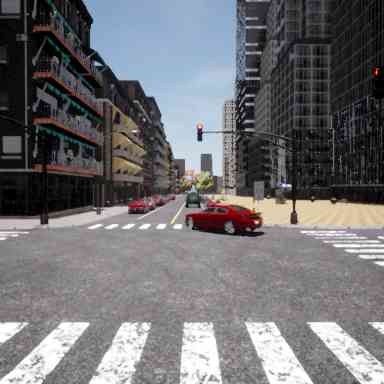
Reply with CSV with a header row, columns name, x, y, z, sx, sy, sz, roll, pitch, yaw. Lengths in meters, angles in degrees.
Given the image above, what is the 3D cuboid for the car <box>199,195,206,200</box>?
name,x,y,z,sx,sy,sz,roll,pitch,yaw
car,2.802,1.531,92.114,1.752,1.417,4.829,-1,0,0

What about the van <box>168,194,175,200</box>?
name,x,y,z,sx,sy,sz,roll,pitch,yaw
van,-5.548,1.346,91.899,1.690,1.788,3.998,-1,0,0

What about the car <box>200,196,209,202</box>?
name,x,y,z,sx,sy,sz,roll,pitch,yaw
car,2.774,1.545,74.997,1.887,1.381,4.507,-1,0,0

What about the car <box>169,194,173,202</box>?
name,x,y,z,sx,sy,sz,roll,pitch,yaw
car,-5.583,1.581,69.305,1.802,1.307,4.206,-1,0,0

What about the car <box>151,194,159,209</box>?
name,x,y,z,sx,sy,sz,roll,pitch,yaw
car,-5.633,1.434,41.060,1.967,1.590,4.097,-1,0,0

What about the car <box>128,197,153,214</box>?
name,x,y,z,sx,sy,sz,roll,pitch,yaw
car,-5.641,1.539,35.411,1.887,1.381,4.507,-1,0,0

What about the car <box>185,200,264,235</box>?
name,x,y,z,sx,sy,sz,roll,pitch,yaw
car,1.671,1.439,18.823,1.882,1.535,5.008,-2,1,-42

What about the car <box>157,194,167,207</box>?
name,x,y,z,sx,sy,sz,roll,pitch,yaw
car,-5.615,1.310,52.358,2.192,1.841,5.009,-1,0,0

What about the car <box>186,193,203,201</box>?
name,x,y,z,sx,sy,sz,roll,pitch,yaw
car,0.201,1.216,51.066,2.150,2.045,5.566,0,0,1

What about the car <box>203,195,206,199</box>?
name,x,y,z,sx,sy,sz,roll,pitch,yaw
car,2.754,1.548,63.698,2.008,1.369,4.403,-1,0,0

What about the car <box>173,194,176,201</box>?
name,x,y,z,sx,sy,sz,roll,pitch,yaw
car,-5.558,1.318,86.251,2.192,1.841,5.009,-1,0,0

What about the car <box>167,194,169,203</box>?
name,x,y,z,sx,sy,sz,roll,pitch,yaw
car,-5.604,1.436,58.006,1.967,1.590,4.097,-1,0,0

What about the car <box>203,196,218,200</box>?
name,x,y,z,sx,sy,sz,roll,pitch,yaw
car,2.716,1.539,41.103,1.887,1.381,4.507,-1,0,0
